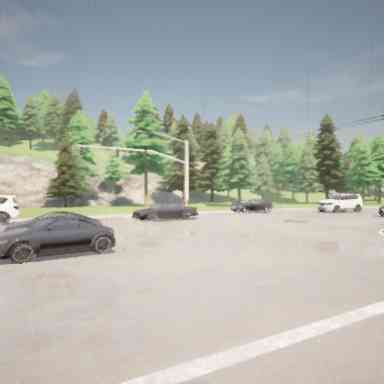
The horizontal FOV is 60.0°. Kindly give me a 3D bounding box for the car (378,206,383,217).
[{"bbox_3d":[19.132,1.506,30.300,4.902,1.511,2.128,0,0,-26],"label":"car"}]

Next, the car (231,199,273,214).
[{"bbox_3d":[6.431,1.511,35.601,4.902,1.511,2.128,0,0,-28],"label":"car"}]

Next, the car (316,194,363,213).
[{"bbox_3d":[16.364,1.235,36.737,5.566,2.045,2.150,-1,0,-26],"label":"car"}]

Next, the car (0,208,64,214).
[{"bbox_3d":[-6.206,1.573,15.239,4.181,1.385,1.994,0,0,-36],"label":"car"}]

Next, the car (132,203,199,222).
[{"bbox_3d":[-2.049,1.562,26.622,5.357,1.411,2.033,0,0,-32],"label":"car"}]

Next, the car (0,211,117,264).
[{"bbox_3d":[-4.862,1.571,11.881,4.181,1.385,1.994,0,0,-36],"label":"car"}]

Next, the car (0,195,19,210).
[{"bbox_3d":[-14.571,1.235,22.113,5.566,2.045,2.150,0,0,-37],"label":"car"}]
